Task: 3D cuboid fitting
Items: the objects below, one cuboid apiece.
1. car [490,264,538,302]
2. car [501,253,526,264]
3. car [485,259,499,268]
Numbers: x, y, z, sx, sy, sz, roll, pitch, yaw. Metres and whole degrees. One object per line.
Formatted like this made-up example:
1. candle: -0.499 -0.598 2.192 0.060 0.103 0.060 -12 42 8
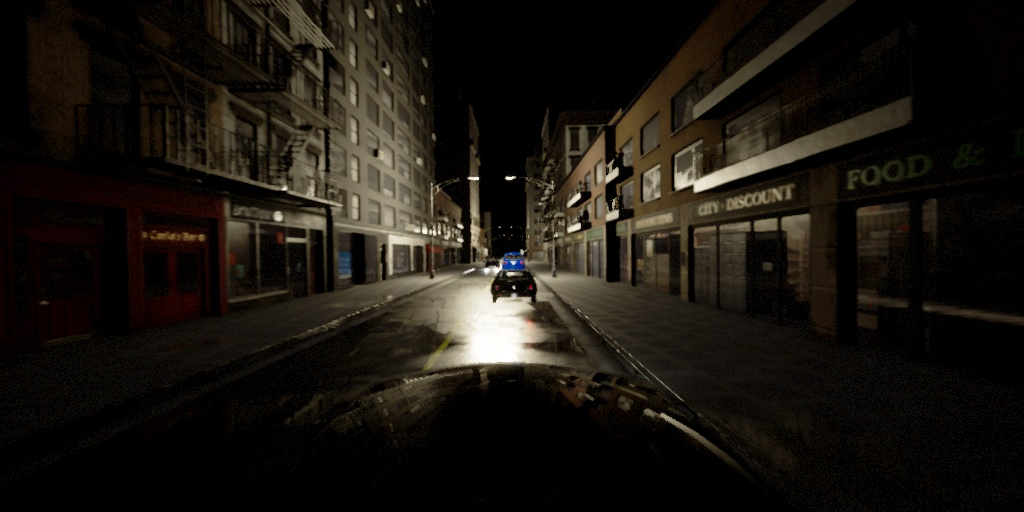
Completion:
1. car: 0.092 1.242 16.146 1.895 1.301 4.718 -1 0 1
2. car: 0.169 0.736 34.705 2.150 2.045 5.566 -1 1 0
3. car: -2.846 1.048 51.597 1.895 1.301 4.718 -1 0 0
